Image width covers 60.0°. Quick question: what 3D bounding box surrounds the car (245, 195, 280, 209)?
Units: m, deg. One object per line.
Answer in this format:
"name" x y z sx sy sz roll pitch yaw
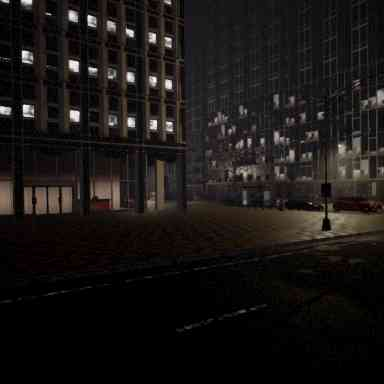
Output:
"car" 8.944 1.388 40.935 1.802 1.307 4.206 0 1 -34

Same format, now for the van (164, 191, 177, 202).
"van" -3.832 0.937 59.734 1.690 1.788 3.998 0 1 -34

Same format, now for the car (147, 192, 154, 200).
"car" -10.267 1.040 69.107 2.008 1.369 4.403 0 1 -34

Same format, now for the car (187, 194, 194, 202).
"car" -1.485 1.063 61.003 1.837 1.490 4.892 -1 1 -34

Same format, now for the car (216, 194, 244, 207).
"car" 5.775 1.319 45.652 1.947 1.339 4.313 0 1 -34

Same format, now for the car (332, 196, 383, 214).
"car" 16.907 1.207 34.091 2.097 1.767 4.553 -1 1 -35

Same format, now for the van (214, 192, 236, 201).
"van" 6.293 0.855 59.791 1.690 1.788 3.998 0 1 -34

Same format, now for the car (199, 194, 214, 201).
"car" 3.077 1.043 64.479 1.802 1.307 4.206 0 1 -34

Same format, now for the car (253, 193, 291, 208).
"car" 10.433 1.107 43.523 2.097 1.767 4.553 -1 1 -34

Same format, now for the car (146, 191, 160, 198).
"car" -9.793 0.686 83.219 1.967 1.590 4.097 0 1 -34

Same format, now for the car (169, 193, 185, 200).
"car" -3.358 0.936 73.850 1.802 1.307 4.206 0 1 -34

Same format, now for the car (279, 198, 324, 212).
"car" 12.147 1.424 36.237 1.947 1.339 4.313 0 1 -34
